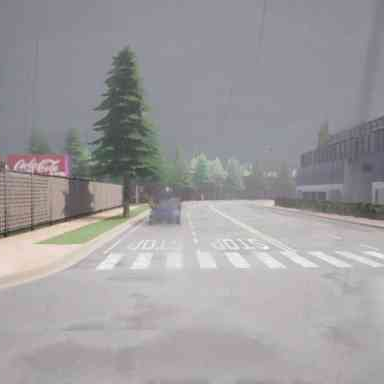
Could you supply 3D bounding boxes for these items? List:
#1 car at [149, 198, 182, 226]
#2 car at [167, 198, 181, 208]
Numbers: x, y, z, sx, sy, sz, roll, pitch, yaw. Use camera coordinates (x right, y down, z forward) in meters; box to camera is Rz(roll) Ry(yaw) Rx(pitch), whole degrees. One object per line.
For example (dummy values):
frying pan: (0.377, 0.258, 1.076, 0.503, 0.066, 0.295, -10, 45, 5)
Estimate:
car: (-1.822, 1.350, 23.480, 2.097, 1.767, 4.553, 0, 0, -2)
car: (-2.569, 1.562, 48.429, 1.994, 1.385, 4.181, 0, 0, -2)
